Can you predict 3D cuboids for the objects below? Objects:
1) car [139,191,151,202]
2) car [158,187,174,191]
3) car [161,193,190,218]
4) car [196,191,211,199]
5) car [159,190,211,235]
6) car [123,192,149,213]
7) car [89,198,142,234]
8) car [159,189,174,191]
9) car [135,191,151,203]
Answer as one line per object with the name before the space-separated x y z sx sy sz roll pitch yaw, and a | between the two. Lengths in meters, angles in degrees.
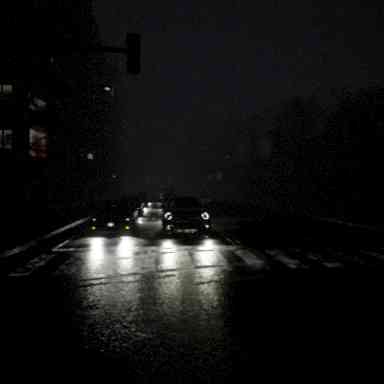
car | -5.581 0.832 34.744 1.994 1.385 4.181 0 1 -6
car | -3.409 0.281 45.923 2.150 2.045 5.566 0 1 -5
car | -1.344 0.931 25.172 1.882 1.535 5.008 0 1 -6
car | 1.931 0.436 57.954 1.895 1.301 4.718 0 1 -6
car | -0.406 0.982 15.993 2.097 1.767 4.553 0 1 -6
car | -4.641 0.993 25.448 2.033 1.411 5.357 0 1 -6
car | -3.700 1.186 16.270 1.994 1.385 4.181 0 1 -6
car | -2.380 0.763 35.368 1.837 1.490 4.892 0 1 -6
car | -6.579 0.600 44.916 1.812 1.442 4.674 0 1 -5
